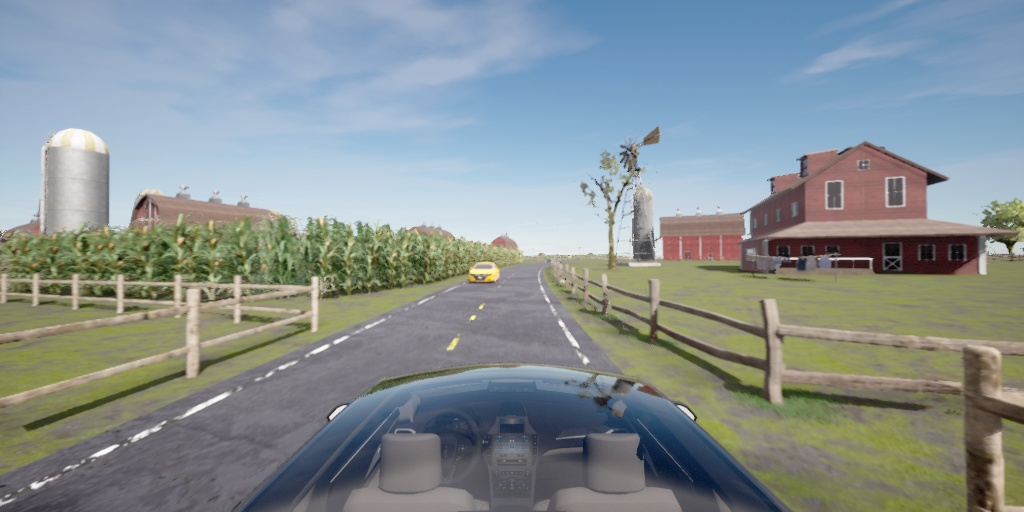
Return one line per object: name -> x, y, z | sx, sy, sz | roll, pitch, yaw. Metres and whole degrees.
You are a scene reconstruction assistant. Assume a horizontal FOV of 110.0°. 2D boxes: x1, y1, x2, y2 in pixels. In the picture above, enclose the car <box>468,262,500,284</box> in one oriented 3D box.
car -> -2.046, 1.231, 27.208 | 1.882, 1.535, 5.008 | 0, 0, 4
